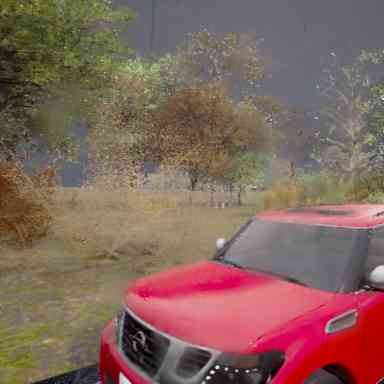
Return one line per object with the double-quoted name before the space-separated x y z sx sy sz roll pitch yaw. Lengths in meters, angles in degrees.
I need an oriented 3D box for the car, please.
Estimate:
"car" 1.722 1.216 4.287 5.566 2.045 2.150 0 0 -36
